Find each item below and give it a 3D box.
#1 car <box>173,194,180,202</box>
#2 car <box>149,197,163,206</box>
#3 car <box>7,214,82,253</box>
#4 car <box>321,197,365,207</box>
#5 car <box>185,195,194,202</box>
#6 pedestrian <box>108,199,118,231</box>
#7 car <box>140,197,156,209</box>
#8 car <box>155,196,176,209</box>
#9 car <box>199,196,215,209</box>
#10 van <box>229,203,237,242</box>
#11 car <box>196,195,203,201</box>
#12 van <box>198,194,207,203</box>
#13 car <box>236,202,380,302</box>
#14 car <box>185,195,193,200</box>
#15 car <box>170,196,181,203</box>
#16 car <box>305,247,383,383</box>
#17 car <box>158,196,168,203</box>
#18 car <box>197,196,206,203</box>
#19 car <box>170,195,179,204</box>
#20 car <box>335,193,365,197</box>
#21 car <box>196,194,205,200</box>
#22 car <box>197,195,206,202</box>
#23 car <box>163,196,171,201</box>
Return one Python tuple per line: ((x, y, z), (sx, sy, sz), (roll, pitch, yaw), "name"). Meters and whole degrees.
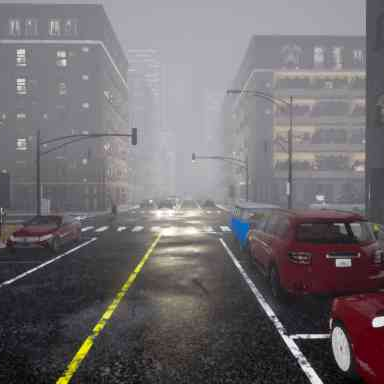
((-3.582, 1.365, 63.123), (2.097, 1.767, 4.553), (0, 0, 0), "car")
((-6.173, 1.574, 57.090), (1.947, 1.339, 4.313), (0, 0, 0), "car")
((-5.807, 1.581, 13.639), (1.802, 1.307, 4.206), (0, 0, 0), "car")
((13.373, 1.368, 30.739), (4.718, 1.301, 1.895), (-1, 0, -1), "car")
((-0.631, 1.536, 75.533), (1.812, 1.442, 4.674), (0, 0, 0), "car")
((-4.463, 1.292, 18.804), (0.375, 1.860, 0.375), (0, 0, 0), "pedestrian")
((-6.080, 1.569, 46.043), (1.947, 1.339, 4.313), (0, 0, 0), "car")
((-3.449, 1.603, 43.983), (1.895, 1.301, 4.718), (0, 0, -1), "car")
((2.301, 1.585, 46.101), (1.802, 1.307, 4.206), (0, 0, 0), "car")
((2.572, 1.340, 13.708), (1.690, 1.788, 3.998), (0, 0, 0), "van")
((1.927, 1.557, 90.457), (1.752, 1.417, 4.829), (0, 0, 0), "car")
((2.113, 1.356, 68.194), (1.690, 1.788, 3.998), (0, 0, 0), "van")
((2.618, 1.314, 8.180), (2.192, 1.841, 5.009), (0, 0, 0), "car")
((-0.715, 1.455, 85.569), (1.895, 1.301, 4.718), (0, 0, 0), "car")
((-3.615, 1.559, 73.658), (2.033, 1.411, 5.357), (0, 0, 0), "car")
((2.667, 1.544, 2.652), (1.887, 1.381, 4.507), (0, 0, 0), "car")
((-6.312, 1.563, 73.660), (1.887, 1.381, 4.507), (0, 0, 0), "car")
((2.069, 1.585, 73.718), (1.947, 1.339, 4.313), (0, 0, 0), "car")
((-3.537, 1.570, 53.072), (1.994, 1.385, 4.181), (0, 0, -1), "car")
((15.484, 1.031, 33.350), (5.009, 1.841, 2.192), (-1, 1, -1), "car")
((2.161, 1.556, 62.671), (1.887, 1.381, 4.507), (0, 0, 0), "car")
((2.255, 1.571, 51.625), (1.947, 1.339, 4.313), (0, 0, 0), "car")
((-6.405, 1.609, 84.706), (1.802, 1.307, 4.206), (0, 0, 0), "car")
